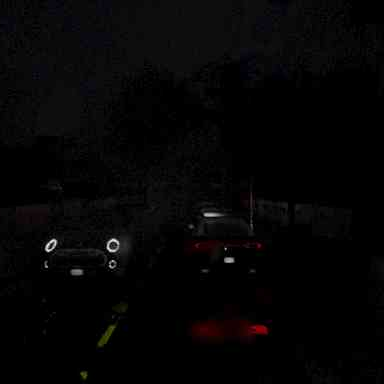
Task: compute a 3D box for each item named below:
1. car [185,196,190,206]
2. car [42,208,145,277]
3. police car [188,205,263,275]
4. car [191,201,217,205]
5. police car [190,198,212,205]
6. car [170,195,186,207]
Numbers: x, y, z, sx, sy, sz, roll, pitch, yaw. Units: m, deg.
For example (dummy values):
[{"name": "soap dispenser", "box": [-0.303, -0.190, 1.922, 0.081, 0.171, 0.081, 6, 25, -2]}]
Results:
[{"name": "car", "box": [0.426, 1.634, 46.955, 1.994, 1.385, 4.181, 0, 0, 2]}, {"name": "car", "box": [-2.762, 1.352, 10.287, 2.097, 1.767, 4.553, 0, 0, 1]}, {"name": "police car", "box": [0.916, 1.425, 10.546, 1.930, 1.638, 5.238, 0, 0, 1]}, {"name": "car", "box": [1.005, 1.530, 20.440, 1.812, 1.442, 4.674, 0, 0, 1]}, {"name": "police car", "box": [1.059, 1.436, 26.553, 1.930, 1.638, 5.238, 0, 0, 1]}, {"name": "car", "box": [-2.362, 1.597, 52.872, 1.837, 1.490, 4.892, 0, -1, 1]}]
